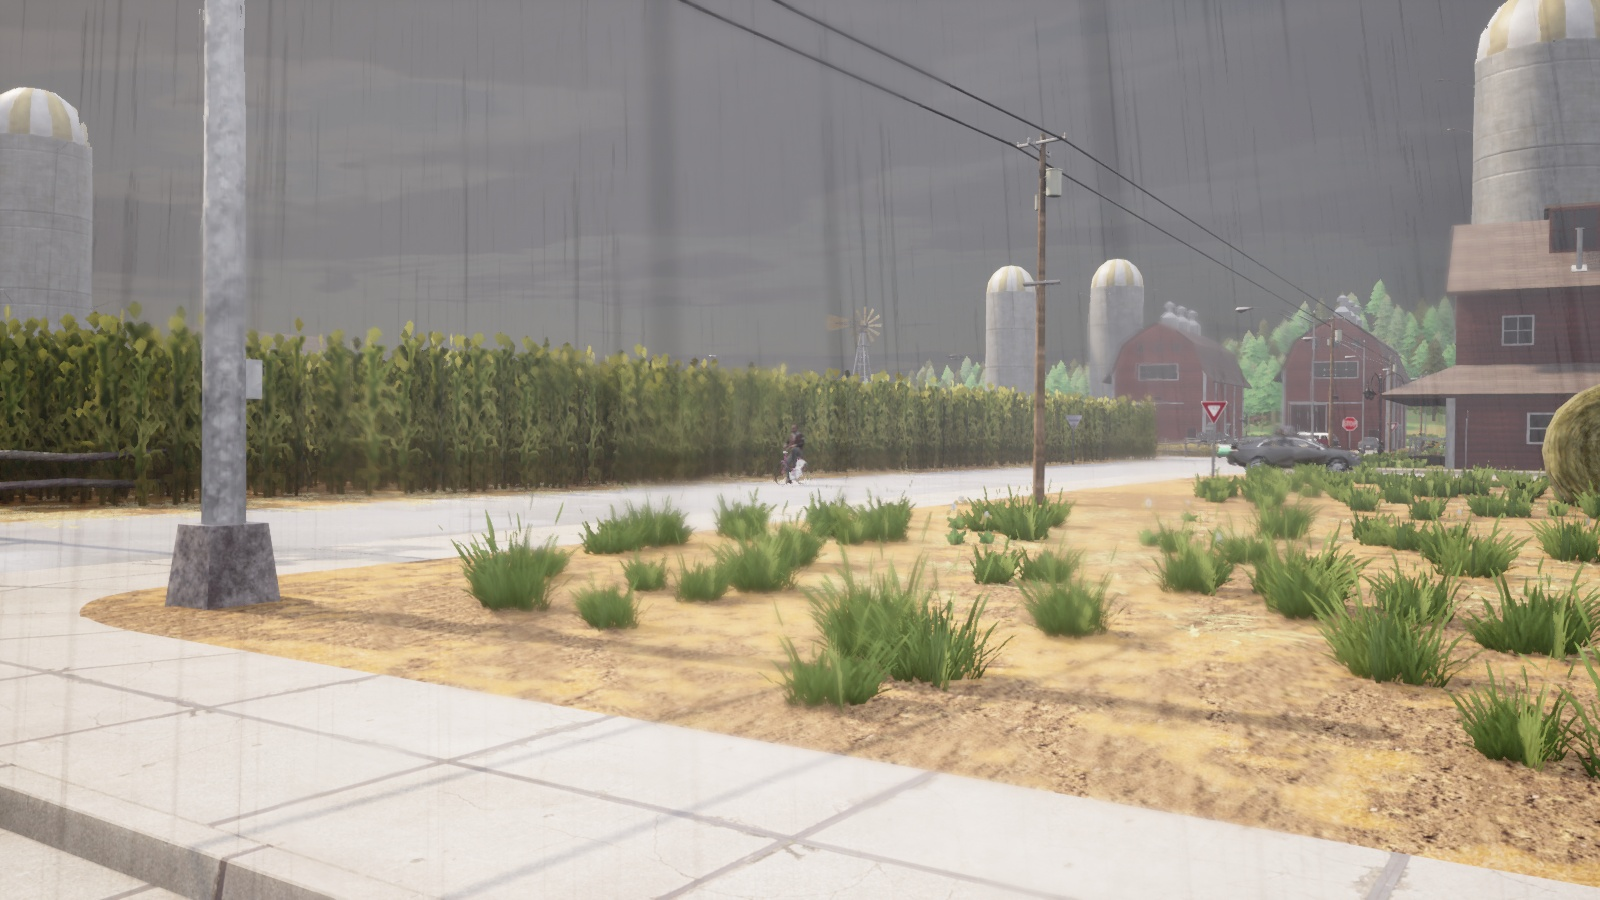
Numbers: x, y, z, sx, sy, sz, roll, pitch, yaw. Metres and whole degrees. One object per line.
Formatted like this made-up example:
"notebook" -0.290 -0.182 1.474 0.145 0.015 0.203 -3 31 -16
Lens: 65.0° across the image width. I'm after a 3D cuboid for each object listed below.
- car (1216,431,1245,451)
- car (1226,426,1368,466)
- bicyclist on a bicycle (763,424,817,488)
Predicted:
"car" 29.451 -0.619 85.922 1.481 1.376 2.207 0 1 31
"car" 19.328 -0.149 49.049 4.902 1.511 2.128 0 1 12
"bicyclist on a bicycle" -0.269 0.154 35.513 0.659 1.776 1.843 0 1 31
